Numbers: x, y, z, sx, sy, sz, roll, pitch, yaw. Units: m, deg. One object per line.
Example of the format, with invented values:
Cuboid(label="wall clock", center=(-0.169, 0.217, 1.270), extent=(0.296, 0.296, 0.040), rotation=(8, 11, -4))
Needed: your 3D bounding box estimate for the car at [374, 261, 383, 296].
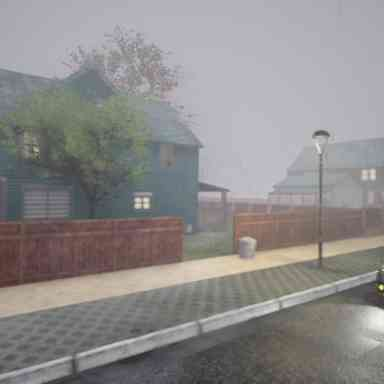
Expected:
Cuboid(label="car", center=(5.902, 1.650, 7.426), extent=(4.181, 1.385, 1.994), rotation=(0, 0, -36))
